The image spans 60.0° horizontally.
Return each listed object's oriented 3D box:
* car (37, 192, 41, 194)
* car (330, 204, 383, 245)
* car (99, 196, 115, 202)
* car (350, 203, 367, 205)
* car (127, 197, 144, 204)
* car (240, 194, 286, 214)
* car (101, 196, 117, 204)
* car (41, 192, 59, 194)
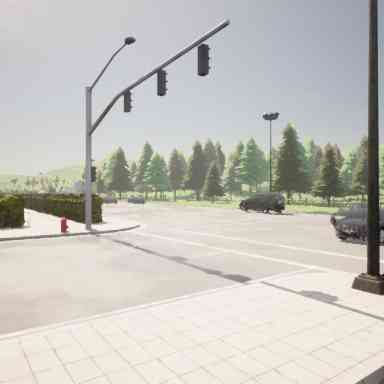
[{"bbox_3d":[-29.798,1.058,65.852,2.150,2.045,5.566,0,0,-35],"label":"car"},{"bbox_3d":[8.759,1.505,15.753,4.892,1.490,1.837,0,0,-35],"label":"car"},{"bbox_3d":[-19.269,1.553,75.256,1.994,1.385,4.181,0,0,-35],"label":"car"},{"bbox_3d":[10.954,1.492,21.612,4.902,1.511,2.128,0,0,-35],"label":"car"},{"bbox_3d":[-10.651,1.563,62.901,1.994,1.385,4.181,0,0,-35],"label":"car"},{"bbox_3d":[7.501,1.222,35.706,2.150,2.045,5.566,-1,0,-31],"label":"car"},{"bbox_3d":[-16.156,1.564,64.741,1.994,1.385,4.181,0,0,-35],"label":"car"},{"bbox_3d":[-24.127,1.221,57.611,2.150,2.045,5.566,0,0,-35],"label":"car"}]
